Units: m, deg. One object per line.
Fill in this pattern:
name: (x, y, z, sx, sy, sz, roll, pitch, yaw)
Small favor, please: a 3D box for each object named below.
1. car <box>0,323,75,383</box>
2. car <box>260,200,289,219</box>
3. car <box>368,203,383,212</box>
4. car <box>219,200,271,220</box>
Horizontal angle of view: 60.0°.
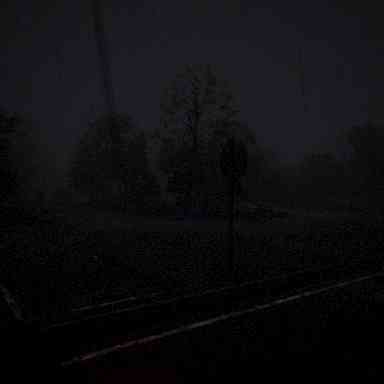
car: (-3.023, 1.601, 1.521, 4.718, 1.301, 1.895, 0, 0, -36)
car: (6.904, 1.584, 31.563, 2.185, 1.767, 4.553, 1, -1, -36)
car: (26.741, 2.133, 45.651, 2.002, 1.452, 4.674, 1, -1, -35)
car: (4.362, 1.702, 29.663, 2.002, 1.452, 4.674, 1, -1, -36)
